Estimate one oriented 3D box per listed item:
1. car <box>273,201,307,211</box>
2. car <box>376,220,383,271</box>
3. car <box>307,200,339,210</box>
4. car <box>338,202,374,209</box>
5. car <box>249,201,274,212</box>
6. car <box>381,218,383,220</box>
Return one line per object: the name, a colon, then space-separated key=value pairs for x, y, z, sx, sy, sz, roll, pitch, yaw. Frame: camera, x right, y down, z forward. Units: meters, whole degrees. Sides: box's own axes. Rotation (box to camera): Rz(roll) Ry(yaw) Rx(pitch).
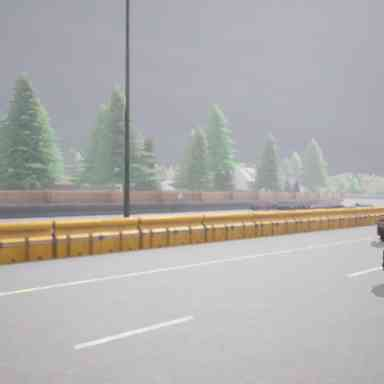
car: x=12.069 y=1.770 z=39.346 sx=4.718 sy=1.301 sz=1.895 roll=0 pitch=0 yaw=-41
car: x=6.841 y=1.547 z=8.650 sx=4.902 sy=1.511 sz=2.128 roll=0 pitch=0 yaw=-35
car: x=15.386 y=1.656 z=37.630 sx=5.008 sy=1.535 sz=1.882 roll=0 pitch=0 yaw=-42
car: x=17.646 y=1.780 z=34.936 sx=4.718 sy=1.301 sz=1.895 roll=0 pitch=0 yaw=-42
car: x=9.274 y=1.765 z=41.551 sx=4.718 sy=1.301 sz=1.895 roll=0 pitch=0 yaw=-41
car: x=10.545 y=1.584 z=15.621 sx=4.902 sy=1.511 sz=2.128 roll=0 pitch=0 yaw=-36
